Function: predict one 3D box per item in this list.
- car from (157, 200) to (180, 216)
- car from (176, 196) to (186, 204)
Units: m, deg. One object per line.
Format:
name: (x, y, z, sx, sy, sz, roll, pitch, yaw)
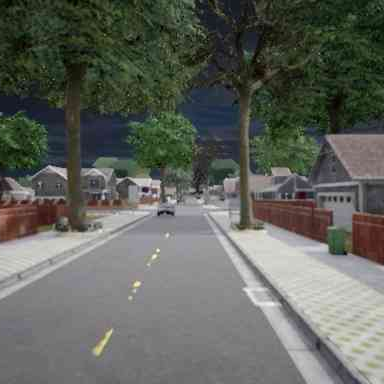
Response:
car: (-2.771, 1.896, 36.747, 2.033, 1.411, 5.357, 0, -1, 0)
car: (-2.797, 2.058, 84.520, 2.150, 2.045, 5.566, 0, -1, 0)
